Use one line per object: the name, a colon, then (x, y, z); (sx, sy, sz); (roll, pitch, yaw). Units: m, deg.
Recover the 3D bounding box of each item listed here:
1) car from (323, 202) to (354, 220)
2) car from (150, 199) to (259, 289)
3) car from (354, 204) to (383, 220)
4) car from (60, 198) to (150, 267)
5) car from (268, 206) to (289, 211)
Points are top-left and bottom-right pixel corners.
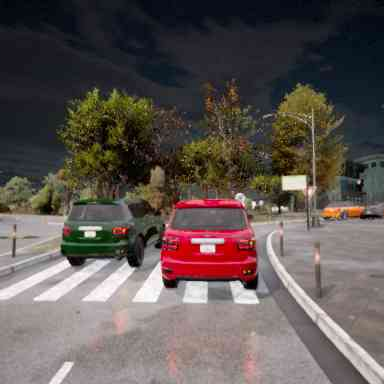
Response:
car: (14.759, 1.712, 31.955); (4.553, 1.767, 2.097); (-1, -3, -31)
car: (0.555, 1.201, 9.280); (2.150, 2.045, 5.566); (0, 0, 5)
car: (16.753, 1.712, 29.408); (4.181, 1.385, 1.994); (-1, -3, -32)
car: (-2.417, 1.228, 11.600); (2.150, 2.045, 5.566); (-1, 0, 7)
car: (19.271, 3.776, 74.281); (4.674, 1.442, 1.812); (-3, -5, 37)
